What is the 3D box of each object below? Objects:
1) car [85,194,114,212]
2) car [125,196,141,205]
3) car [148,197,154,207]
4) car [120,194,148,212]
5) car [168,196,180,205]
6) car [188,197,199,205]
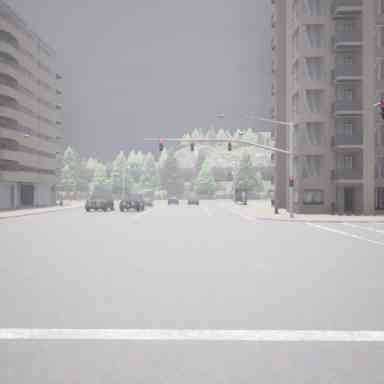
[{"bbox_3d":[-10.509,1.219,38.280,2.150,2.045,5.566,0,0,0],"label":"car"},{"bbox_3d":[-10.383,1.523,58.819,1.812,1.442,4.674,0,0,1],"label":"car"},{"bbox_3d":[-6.962,1.523,50.467,1.812,1.442,4.674,0,0,0],"label":"car"},{"bbox_3d":[-7.005,1.220,39.457,2.150,2.045,5.566,0,0,0],"label":"car"},{"bbox_3d":[-3.363,1.523,60.018,1.812,1.442,4.674,0,0,0],"label":"car"},{"bbox_3d":[0.233,1.561,58.360,1.994,1.385,4.181,0,0,0],"label":"car"}]
